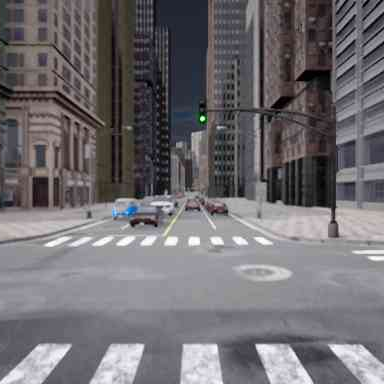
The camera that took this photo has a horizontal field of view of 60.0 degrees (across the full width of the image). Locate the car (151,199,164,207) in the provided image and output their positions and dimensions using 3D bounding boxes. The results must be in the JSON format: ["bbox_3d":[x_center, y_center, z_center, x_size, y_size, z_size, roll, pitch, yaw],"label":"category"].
[{"bbox_3d":[-5.771,1.857,56.676,1.802,1.307,4.206,0,0,0],"label":"car"}]

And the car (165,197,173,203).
[{"bbox_3d":[-5.765,1.943,84.131,1.752,1.417,4.829,0,0,0],"label":"car"}]

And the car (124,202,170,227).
[{"bbox_3d":[-3.060,1.657,23.838,2.033,1.411,5.357,0,0,3],"label":"car"}]

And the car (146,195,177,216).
[{"bbox_3d":[-3.084,1.382,34.792,2.150,2.045,5.566,0,0,1],"label":"car"}]

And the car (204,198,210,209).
[{"bbox_3d":[2.778,1.734,40.084,1.887,1.381,4.507,0,0,0],"label":"car"}]

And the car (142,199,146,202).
[{"bbox_3d":[-5.776,1.707,34.577,1.887,1.381,4.507,0,0,0],"label":"car"}]

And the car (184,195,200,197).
[{"bbox_3d":[0.005,1.804,63.852,2.128,1.511,4.902,0,0,0],"label":"car"}]

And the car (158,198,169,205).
[{"bbox_3d":[-5.768,1.883,67.726,2.008,1.369,4.403,0,0,0],"label":"car"}]

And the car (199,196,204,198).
[{"bbox_3d":[2.775,1.848,62.185,1.887,1.381,4.507,0,0,0],"label":"car"}]

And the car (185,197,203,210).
[{"bbox_3d":[0.104,1.784,46.089,1.994,1.385,4.181,0,0,0],"label":"car"}]

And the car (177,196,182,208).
[{"bbox_3d":[-3.044,1.754,51.629,1.837,1.490,4.892,0,0,0],"label":"car"}]

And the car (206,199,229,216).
[{"bbox_3d":[2.779,1.707,34.558,1.887,1.381,4.507,0,0,0],"label":"car"}]

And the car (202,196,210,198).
[{"bbox_3d":[2.776,1.773,51.304,1.752,1.417,4.829,0,0,0],"label":"car"}]

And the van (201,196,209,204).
[{"bbox_3d":[2.772,1.702,73.237,1.690,1.788,3.998,0,0,0],"label":"van"}]

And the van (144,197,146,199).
[{"bbox_3d":[-5.774,1.560,45.628,1.690,1.788,3.998,0,0,0],"label":"van"}]

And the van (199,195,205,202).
[{"bbox_3d":[2.769,1.817,95.338,1.690,1.788,3.998,0,0,0],"label":"van"}]

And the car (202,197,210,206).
[{"bbox_3d":[2.777,1.763,45.609,1.887,1.381,4.507,0,0,0],"label":"car"}]

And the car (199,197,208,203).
[{"bbox_3d":[2.772,1.940,78.761,2.008,1.369,4.403,0,0,0],"label":"car"}]

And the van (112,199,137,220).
[{"bbox_3d":[-5.778,1.476,29.053,1.690,1.788,3.998,0,0,0],"label":"van"}]
